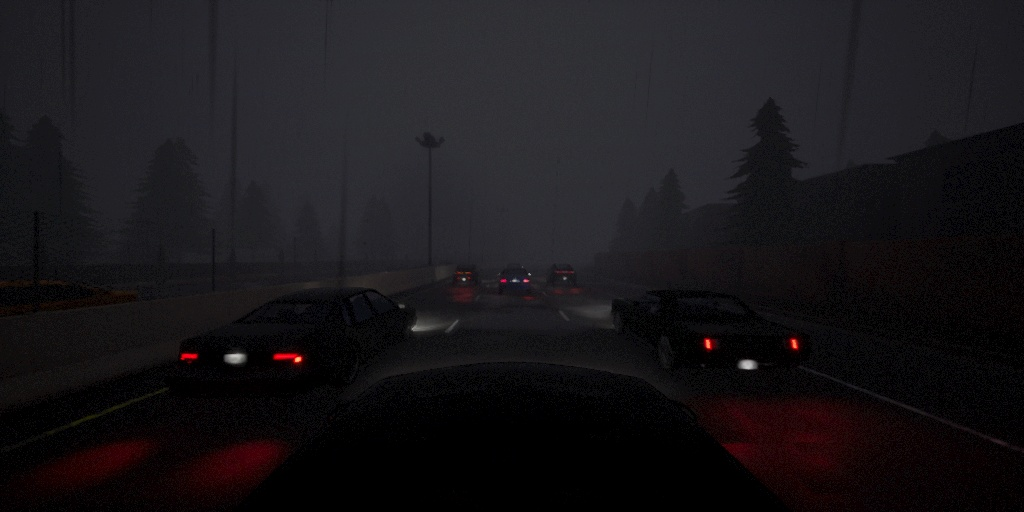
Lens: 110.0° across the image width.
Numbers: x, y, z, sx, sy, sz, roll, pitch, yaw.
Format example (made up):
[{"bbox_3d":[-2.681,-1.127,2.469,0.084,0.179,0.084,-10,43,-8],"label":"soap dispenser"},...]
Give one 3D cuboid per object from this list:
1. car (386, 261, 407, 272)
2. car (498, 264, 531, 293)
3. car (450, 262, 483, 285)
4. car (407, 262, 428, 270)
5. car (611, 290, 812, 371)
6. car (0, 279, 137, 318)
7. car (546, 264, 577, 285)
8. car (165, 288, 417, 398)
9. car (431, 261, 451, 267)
[{"bbox_3d":[-16.784,1.500,52.700,1.812,1.442,4.674,0,0,6],"label":"car"},{"bbox_3d":[0.157,1.385,21.549,2.033,1.411,5.357,0,0,0],"label":"car"},{"bbox_3d":[-3.329,1.367,27.323,1.837,1.490,4.892,0,0,0],"label":"car"},{"bbox_3d":[-13.248,1.580,52.926,1.895,1.301,4.718,0,0,6],"label":"car"},{"bbox_3d":[3.616,1.377,7.706,1.895,1.301,4.718,0,0,0],"label":"car"},{"bbox_3d":[-10.586,1.251,7.144,1.882,1.535,5.008,0,0,0],"label":"car"},{"bbox_3d":[3.670,1.353,27.070,2.128,1.511,4.902,0,0,0],"label":"car"},{"bbox_3d":[-3.386,1.320,6.910,2.033,1.411,5.357,0,0,0],"label":"car"},{"bbox_3d":[-9.767,1.514,52.568,1.837,1.490,4.892,0,0,6],"label":"car"}]
